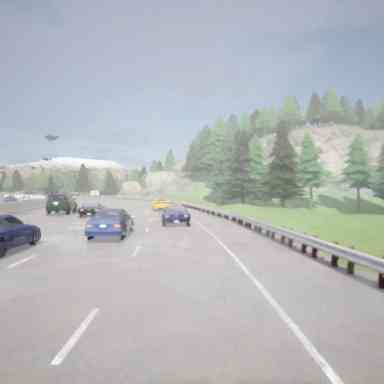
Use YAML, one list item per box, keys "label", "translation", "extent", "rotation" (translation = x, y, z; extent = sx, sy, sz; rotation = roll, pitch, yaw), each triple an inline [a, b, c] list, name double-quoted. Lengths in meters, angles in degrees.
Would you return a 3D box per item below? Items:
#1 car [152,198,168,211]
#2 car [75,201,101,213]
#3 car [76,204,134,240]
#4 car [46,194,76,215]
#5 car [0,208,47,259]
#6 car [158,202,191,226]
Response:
- label: "car"
  translation: [-3.921, 1.481, 41.160]
  extent: [1.882, 1.535, 5.008]
  rotation: [0, 0, -11]
- label: "car"
  translation: [-9.257, 1.606, 31.039]
  extent: [1.895, 1.301, 4.718]
  rotation: [0, 0, -8]
- label: "car"
  translation: [-4.128, 1.550, 17.161]
  extent: [2.033, 1.411, 5.357]
  rotation: [0, 0, -5]
- label: "car"
  translation: [-13.271, 1.228, 34.016]
  extent: [2.150, 2.045, 5.566]
  rotation: [0, 0, -9]
- label: "car"
  translation: [-7.321, 1.529, 12.324]
  extent: [1.812, 1.442, 4.674]
  rotation: [0, 0, -3]
- label: "car"
  translation: [-1.234, 1.602, 23.537]
  extent: [1.895, 1.301, 4.718]
  rotation: [0, 0, -6]
